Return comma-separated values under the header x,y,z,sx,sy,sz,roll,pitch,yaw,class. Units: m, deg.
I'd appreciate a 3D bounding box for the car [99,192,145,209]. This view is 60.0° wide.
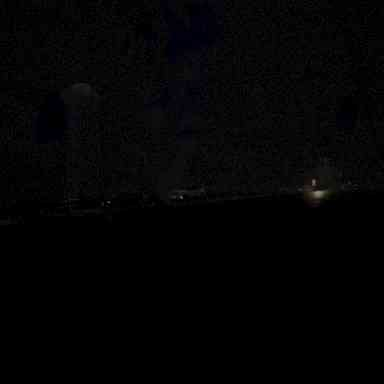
x,y,z,sx,sy,sz,roll,pitch,yaw,class
-6.686,0.762,32.117,1.837,1.490,4.892,-1,1,36,car

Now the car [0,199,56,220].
x,y,z,sx,sy,sz,roll,pitch,yaw,class
-12.445,1.195,23.978,1.895,1.301,4.718,-1,1,34,car

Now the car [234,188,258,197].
x,y,z,sx,sy,sz,roll,pitch,yaw,class
8.772,0.009,53.584,2.033,1.411,5.357,-1,1,36,car

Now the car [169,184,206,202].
x,y,z,sx,sy,sz,roll,pitch,yaw,class
-0.521,0.131,40.743,2.150,2.045,5.566,-1,2,36,car
